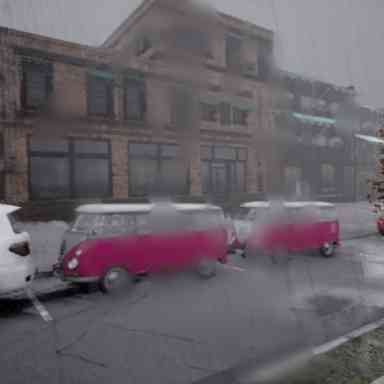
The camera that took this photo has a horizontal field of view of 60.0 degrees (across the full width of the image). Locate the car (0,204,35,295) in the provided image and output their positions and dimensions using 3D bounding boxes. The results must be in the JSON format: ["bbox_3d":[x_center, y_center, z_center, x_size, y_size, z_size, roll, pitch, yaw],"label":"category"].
[{"bbox_3d":[-5.673,1.220,5.533,5.566,2.045,2.435,1,0,-35],"label":"car"}]

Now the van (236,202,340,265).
[{"bbox_3d":[3.322,1.335,11.872,4.442,1.987,1.878,0,0,-35],"label":"van"}]

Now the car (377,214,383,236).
[{"bbox_3d":[12.461,1.388,18.312,5.566,2.045,2.435,0,0,-35],"label":"car"}]

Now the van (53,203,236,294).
[{"bbox_3d":[-1.213,1.292,8.677,4.442,1.987,1.878,1,0,-35],"label":"van"}]
